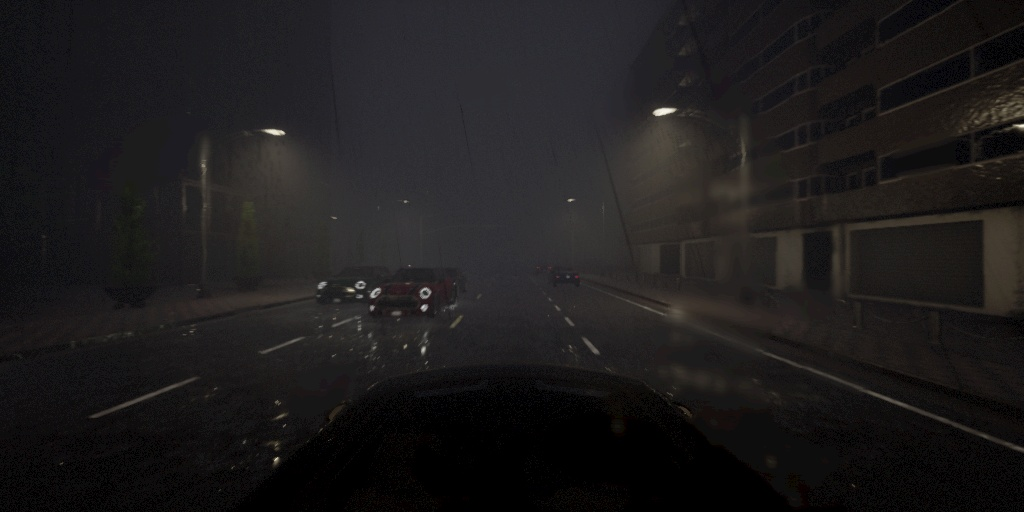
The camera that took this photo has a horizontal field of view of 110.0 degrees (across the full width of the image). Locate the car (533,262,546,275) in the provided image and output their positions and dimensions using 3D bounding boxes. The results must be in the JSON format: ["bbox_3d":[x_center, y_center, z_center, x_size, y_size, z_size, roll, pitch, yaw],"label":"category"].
[{"bbox_3d":[3.638,1.465,42.727,1.812,1.442,4.674,0,0,0],"label":"car"}]

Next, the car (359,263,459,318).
[{"bbox_3d":[-3.472,1.175,13.166,2.097,1.767,4.553,0,0,1],"label":"car"}]

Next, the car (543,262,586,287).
[{"bbox_3d":[3.651,1.406,25.780,2.033,1.411,5.357,0,0,1],"label":"car"}]

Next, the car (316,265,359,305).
[{"bbox_3d":[-6.950,1.196,16.501,2.097,1.767,4.553,0,0,0],"label":"car"}]

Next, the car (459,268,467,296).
[{"bbox_3d":[-3.512,1.344,19.080,1.837,1.490,4.892,0,0,0],"label":"car"}]
